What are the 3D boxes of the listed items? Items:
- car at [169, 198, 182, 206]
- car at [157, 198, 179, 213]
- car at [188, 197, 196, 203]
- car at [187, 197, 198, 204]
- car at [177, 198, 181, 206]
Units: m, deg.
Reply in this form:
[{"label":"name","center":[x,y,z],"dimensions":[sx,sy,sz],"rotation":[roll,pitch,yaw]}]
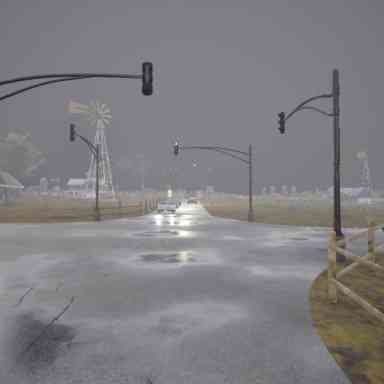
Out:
[{"label":"car","center":[-2.854,1.746,59.191],"dimensions":[2.033,1.411,5.357],"rotation":[0,0,0]},{"label":"car","center":[-2.873,1.691,38.243],"dimensions":[1.895,1.301,4.718],"rotation":[0,0,0]},{"label":"car","center":[-0.056,1.856,78.668],"dimensions":[1.812,1.442,4.674],"rotation":[0,0,0]},{"label":"car","center":[0.047,1.780,67.928],"dimensions":[1.812,1.442,4.674],"rotation":[0,0,0]},{"label":"car","center":[-2.869,1.644,48.626],"dimensions":[1.837,1.490,4.892],"rotation":[0,0,0]}]
